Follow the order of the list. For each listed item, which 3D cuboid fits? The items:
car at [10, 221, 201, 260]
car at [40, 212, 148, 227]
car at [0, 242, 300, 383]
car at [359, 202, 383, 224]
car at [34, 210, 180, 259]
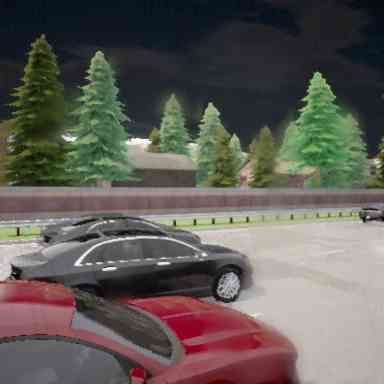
[{"bbox_3d":[-0.981,1.502,6.727,4.892,1.490,1.837,0,0,-30],"label":"car"},{"bbox_3d":[-1.984,1.498,10.181,4.892,1.490,1.837,0,0,-30],"label":"car"},{"bbox_3d":[-1.374,1.477,2.482,5.008,1.535,1.882,0,0,-30],"label":"car"},{"bbox_3d":[13.700,1.467,23.081,4.902,1.511,2.128,0,0,-30],"label":"car"},{"bbox_3d":[-3.347,1.542,13.429,5.357,1.411,2.033,0,0,-29],"label":"car"}]
